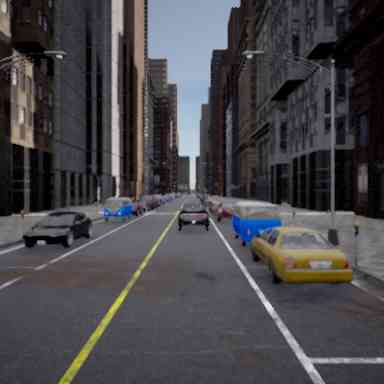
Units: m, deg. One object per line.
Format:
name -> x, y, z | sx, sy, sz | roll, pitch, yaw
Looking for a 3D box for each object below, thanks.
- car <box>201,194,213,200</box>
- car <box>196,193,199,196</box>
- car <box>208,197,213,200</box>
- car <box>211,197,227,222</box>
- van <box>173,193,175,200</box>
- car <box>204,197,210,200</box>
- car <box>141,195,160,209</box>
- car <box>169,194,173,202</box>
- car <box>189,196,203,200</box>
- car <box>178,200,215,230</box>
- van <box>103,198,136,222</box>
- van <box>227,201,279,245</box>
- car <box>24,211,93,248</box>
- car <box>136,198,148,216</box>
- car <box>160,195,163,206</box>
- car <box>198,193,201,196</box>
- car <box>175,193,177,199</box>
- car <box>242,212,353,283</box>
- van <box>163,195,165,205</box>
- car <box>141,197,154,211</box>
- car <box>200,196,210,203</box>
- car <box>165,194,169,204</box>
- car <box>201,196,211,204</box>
car -> 2.761, 1.437, 48.730 | 1.967, 1.590, 4.097 | 0, 0, 0
car -> 2.763, 1.437, 82.548 | 1.967, 1.590, 4.097 | 0, 0, 0
car -> 2.761, 1.522, 31.991 | 1.752, 1.417, 4.829 | 0, 0, 0
car -> 2.760, 1.437, 26.185 | 1.967, 1.590, 4.097 | 0, 0, 0
van -> -5.762, 1.339, 82.541 | 1.690, 1.788, 3.998 | 0, 0, 0
car -> 2.761, 1.547, 37.458 | 2.008, 1.369, 4.403 | 0, 0, 0
car -> -5.764, 1.312, 43.084 | 2.192, 1.841, 5.009 | 0, 0, 0
car -> -5.763, 1.437, 71.268 | 1.967, 1.590, 4.097 | 0, 0, 0
car -> 0.101, 1.598, 43.814 | 1.895, 1.301, 4.718 | 0, 0, 0
car -> 0.101, 1.489, 21.211 | 2.128, 1.511, 4.902 | 0, 0, 0
van -> -5.765, 1.339, 26.174 | 1.690, 1.788, 3.998 | 0, 0, 0
van -> 2.759, 1.339, 14.912 | 1.690, 1.788, 3.998 | 0, 0, 0
car -> -5.765, 1.564, 14.900 | 1.947, 1.339, 4.313 | 0, 0, 0
car -> -5.764, 1.563, 31.811 | 1.947, 1.339, 4.313 | 0, 0, 0
car -> -5.763, 1.542, 48.721 | 1.887, 1.381, 4.507 | 0, 0, 0
car -> 2.761, 1.312, 60.003 | 2.192, 1.841, 5.009 | 0, 0, 0
car -> -5.762, 1.524, 88.008 | 1.752, 1.417, 4.829 | 0, 0, 0
car -> 2.760, 1.523, 9.446 | 1.752, 1.417, 4.829 | 0, 0, 0
van -> -5.764, 1.338, 54.358 | 1.690, 1.788, 3.998 | 0, 0, 0
car -> -5.764, 1.563, 37.447 | 1.947, 1.339, 4.313 | 0, 0, 0
car -> 2.763, 1.562, 71.276 | 1.947, 1.339, 4.313 | 0, 0, 0
car -> -5.763, 1.437, 59.994 | 1.967, 1.590, 4.097 | 0, 0, 0
car -> 2.763, 1.541, 65.640 | 1.887, 1.381, 4.507 | 0, 0, 0
